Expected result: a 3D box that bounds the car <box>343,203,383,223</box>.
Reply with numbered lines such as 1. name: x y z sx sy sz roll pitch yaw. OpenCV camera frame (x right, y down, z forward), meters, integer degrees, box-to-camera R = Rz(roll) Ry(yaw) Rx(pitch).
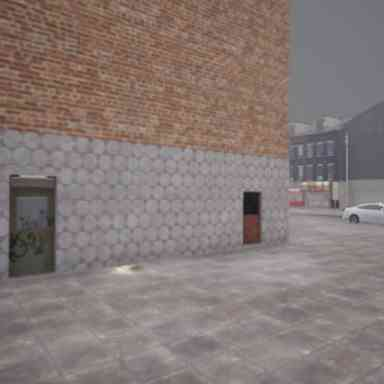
1. car: 12.299 1.454 21.697 1.812 1.442 4.674 1 0 -37
